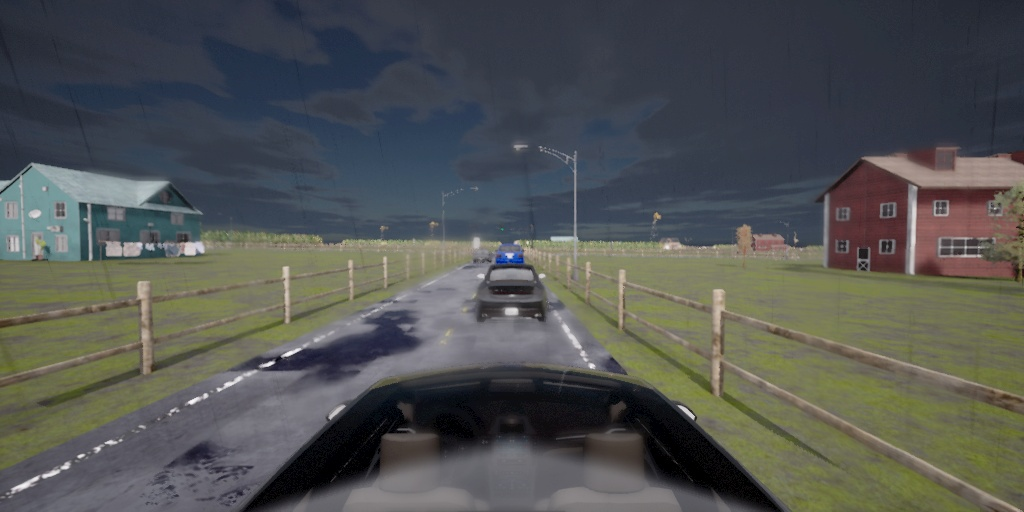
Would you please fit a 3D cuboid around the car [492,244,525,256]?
[{"bbox_3d":[-0.174,0.067,28.696,2.150,2.045,5.566,0,2,0],"label":"car"}]

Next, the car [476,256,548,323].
[{"bbox_3d":[-0.014,0.952,10.754,1.837,1.490,4.892,0,2,0],"label":"car"}]

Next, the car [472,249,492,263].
[{"bbox_3d":[-3.208,-0.006,39.508,1.837,1.490,4.892,0,2,0],"label":"car"}]
